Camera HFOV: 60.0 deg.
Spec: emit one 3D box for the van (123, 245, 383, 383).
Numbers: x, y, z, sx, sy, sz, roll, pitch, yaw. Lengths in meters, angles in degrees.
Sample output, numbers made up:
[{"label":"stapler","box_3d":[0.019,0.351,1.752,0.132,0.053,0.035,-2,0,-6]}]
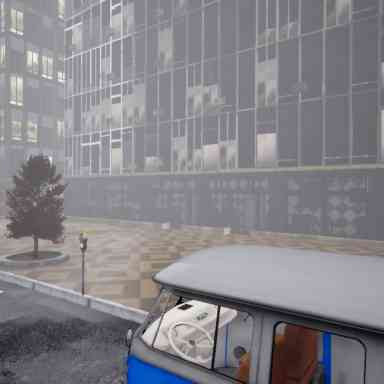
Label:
[{"label":"van","box_3d":[1.342,1.341,1.911,3.998,1.788,1.690,0,0,35]}]
